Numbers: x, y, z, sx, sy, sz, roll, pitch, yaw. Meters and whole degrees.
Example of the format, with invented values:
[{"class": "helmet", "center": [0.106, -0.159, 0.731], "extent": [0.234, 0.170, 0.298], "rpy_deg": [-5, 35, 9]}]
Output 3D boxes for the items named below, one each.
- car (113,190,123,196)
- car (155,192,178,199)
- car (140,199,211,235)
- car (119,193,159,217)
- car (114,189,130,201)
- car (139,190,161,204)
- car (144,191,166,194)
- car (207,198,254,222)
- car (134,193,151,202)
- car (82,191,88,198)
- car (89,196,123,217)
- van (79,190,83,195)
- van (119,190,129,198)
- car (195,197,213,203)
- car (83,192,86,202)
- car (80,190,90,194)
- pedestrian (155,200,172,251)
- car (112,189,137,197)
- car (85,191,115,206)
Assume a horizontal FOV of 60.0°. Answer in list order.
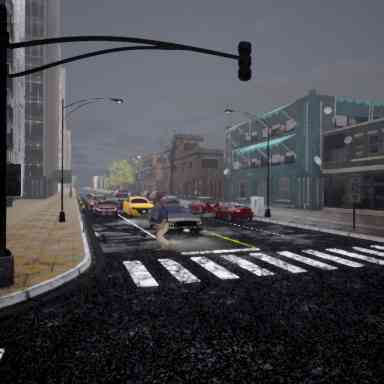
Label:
[{"class": "car", "center": [-19.348, 0.301, 86.468], "extent": [1.967, 1.590, 4.097], "rpy_deg": [1, 0, -20]}, {"class": "car", "center": [-2.668, 1.098, 39.425], "extent": [2.008, 1.369, 4.403], "rpy_deg": [1, 0, -20]}, {"class": "car", "center": [-1.115, 1.329, 17.694], "extent": [2.033, 1.411, 5.357], "rpy_deg": [0, 1, -20]}, {"class": "car", "center": [-4.378, 1.138, 26.923], "extent": [1.882, 1.535, 5.008], "rpy_deg": [0, 1, -20]}, {"class": "car", "center": [-12.746, 0.452, 60.066], "extent": [2.150, 2.045, 5.566], "rpy_deg": [0, 1, -20]}, {"class": "car", "center": [-6.370, 0.717, 49.879], "extent": [2.192, 1.841, 5.009], "rpy_deg": [1, 0, -20]}, {"class": "car", "center": [-4.516, 0.790, 44.650], "extent": [2.192, 1.841, 5.009], "rpy_deg": [1, 0, -20]}, {"class": "car", "center": [2.893, 1.338, 23.742], "extent": [1.802, 1.307, 4.206], "rpy_deg": [1, 0, -20]}, {"class": "car", "center": [-8.285, 0.850, 55.268], "extent": [1.752, 1.417, 4.829], "rpy_deg": [1, 0, -20]}, {"class": "car", "center": [-14.274, 0.942, 47.079], "extent": [1.802, 1.307, 4.206], "rpy_deg": [1, 0, -20]}, {"class": "car", "center": [-6.860, 1.228, 26.170], "extent": [1.802, 1.307, 4.206], "rpy_deg": [1, 0, -20]}, {"class": "van", "center": [-21.683, 0.397, 67.985], "extent": [1.690, 1.788, 3.998], "rpy_deg": [1, 0, -20]}, {"class": "van", "center": [-15.639, 0.360, 76.014], "extent": [1.690, 1.788, 3.998], "rpy_deg": [1, 0, -20]}, {"class": "car", "center": [1.041, 1.128, 28.971], "extent": [1.967, 1.590, 4.097], "rpy_deg": [1, 0, -20]}, {"class": "car", "center": [-12.420, 1.015, 41.849], "extent": [1.802, 1.307, 4.206], "rpy_deg": [1, 0, -20]}, {"class": "car", "center": [-16.127, 0.831, 52.305], "extent": [1.887, 1.381, 4.507], "rpy_deg": [1, 0, -20]}, {"class": "pedestrian", "center": [-1.028, 1.137, 11.619], "extent": [0.375, 1.860, 0.375], "rpy_deg": [1, 0, -20]}, {"class": "car", "center": [-7.666, 0.888, 36.207], "extent": [2.097, 1.767, 4.553], "rpy_deg": [0, 1, -19]}, {"class": "car", "center": [-8.710, 1.016, 31.395], "extent": [1.967, 1.590, 4.097], "rpy_deg": [1, 0, -20]}]
